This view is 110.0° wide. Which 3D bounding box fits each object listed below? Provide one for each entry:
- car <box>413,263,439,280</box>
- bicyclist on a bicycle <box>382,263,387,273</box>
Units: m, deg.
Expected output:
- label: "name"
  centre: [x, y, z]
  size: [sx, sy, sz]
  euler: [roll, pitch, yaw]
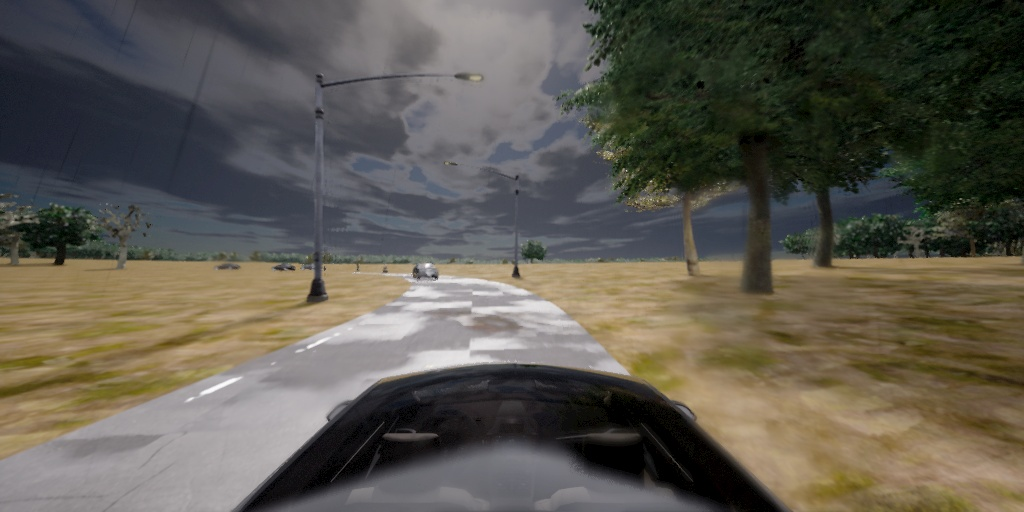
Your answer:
- label: "car"
  centre: [-8.056, 1.421, 33.388]
  size: [2.128, 1.511, 4.902]
  euler: [1, -1, -23]
- label: "bicyclist on a bicycle"
  centre: [-20.647, 1.986, 58.275]
  size: [1.509, 1.612, 0.866]
  euler: [-1, -3, 41]
